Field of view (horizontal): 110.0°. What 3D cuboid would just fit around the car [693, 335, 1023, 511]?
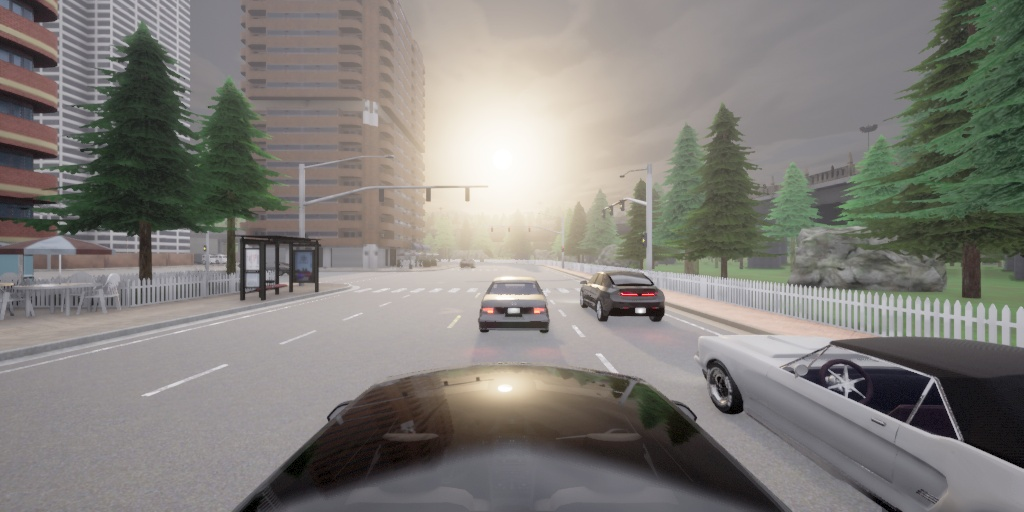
[{"bbox_3d":[3.514,1.351,3.048,1.895,1.301,4.718,0,0,1],"label":"car"}]

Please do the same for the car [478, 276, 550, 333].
[{"bbox_3d":[0.083,1.297,10.724,2.033,1.411,5.357,0,0,1],"label":"car"}]

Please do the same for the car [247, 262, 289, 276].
[{"bbox_3d":[-25.153,1.331,37.719,4.674,1.442,1.812,0,0,0],"label":"car"}]

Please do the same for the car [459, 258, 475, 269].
[{"bbox_3d":[-7.121,1.102,57.193,2.097,1.767,4.553,0,0,0],"label":"car"}]

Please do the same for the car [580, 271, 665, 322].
[{"bbox_3d":[3.571,1.255,12.311,1.837,1.490,4.892,0,0,1],"label":"car"}]
